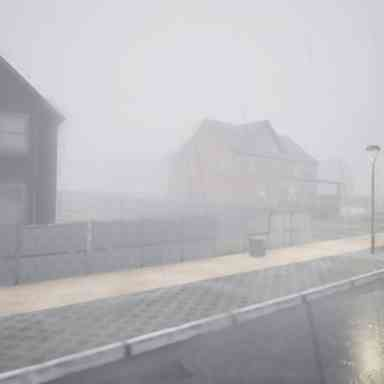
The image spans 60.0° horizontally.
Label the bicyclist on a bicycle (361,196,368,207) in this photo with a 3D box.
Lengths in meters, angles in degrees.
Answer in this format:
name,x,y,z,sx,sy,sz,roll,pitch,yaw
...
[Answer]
name,x,y,z,sx,sy,sz,roll,pitch,yaw
bicyclist on a bicycle,24.534,1.360,47.314,1.656,1.620,0.582,1,0,-32
